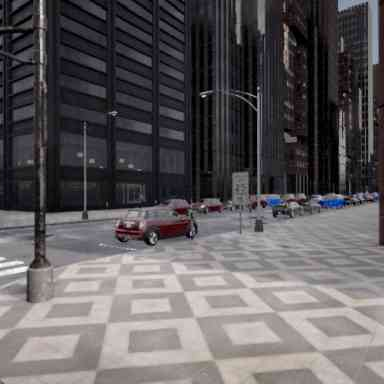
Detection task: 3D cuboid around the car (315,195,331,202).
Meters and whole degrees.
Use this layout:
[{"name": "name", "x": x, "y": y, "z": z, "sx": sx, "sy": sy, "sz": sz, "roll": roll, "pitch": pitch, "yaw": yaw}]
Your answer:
[{"name": "car", "x": 27.653, "y": 1.405, "z": 70.240, "sx": 2.008, "sy": 1.369, "sz": 4.403, "roll": 0, "pitch": 0, "yaw": 36}]

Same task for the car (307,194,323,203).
[{"name": "car", "x": 24.377, "y": 1.304, "z": 65.687, "sx": 1.967, "sy": 1.590, "sz": 4.097, "roll": 0, "pitch": 0, "yaw": 36}]

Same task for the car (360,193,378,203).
[{"name": "car", "x": 34.582, "y": 1.369, "z": 65.275, "sx": 1.887, "sy": 1.381, "sz": 4.507, "roll": 0, "pitch": 0, "yaw": 36}]

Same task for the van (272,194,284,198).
[{"name": "van", "x": 11.274, "y": 1.246, "z": 47.470, "sx": 1.690, "sy": 1.788, "sz": 3.998, "roll": 0, "pitch": 0, "yaw": 36}]

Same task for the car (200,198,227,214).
[{"name": "car", "x": 1.448, "y": 1.382, "z": 33.810, "sx": 1.967, "sy": 1.590, "sz": 4.097, "roll": 0, "pitch": 0, "yaw": 36}]

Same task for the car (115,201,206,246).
[{"name": "car", "x": -1.446, "y": 1.392, "z": 15.186, "sx": 1.967, "sy": 1.590, "sz": 4.097, "roll": 0, "pitch": 0, "yaw": 36}]

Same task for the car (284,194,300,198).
[{"name": "car", "x": 14.550, "y": 1.209, "z": 52.025, "sx": 2.192, "sy": 1.841, "sz": 5.009, "roll": 0, "pitch": 0, "yaw": 36}]

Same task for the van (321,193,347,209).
[{"name": "van", "x": 18.205, "y": 1.216, "z": 42.507, "sx": 1.690, "sy": 1.788, "sz": 3.998, "roll": 0, "pitch": 0, "yaw": 36}]

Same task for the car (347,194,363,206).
[{"name": "car", "x": 24.756, "y": 1.419, "z": 51.614, "sx": 1.947, "sy": 1.339, "sz": 4.313, "roll": 0, "pitch": 0, "yaw": 36}]

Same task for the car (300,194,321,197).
[{"name": "car", "x": 16.655, "y": 1.359, "z": 44.912, "sx": 1.882, "sy": 1.535, "sz": 5.008, "roll": 0, "pitch": 0, "yaw": 36}]

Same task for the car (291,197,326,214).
[{"name": "car", "x": 11.655, "y": 1.464, "z": 33.400, "sx": 1.947, "sy": 1.339, "sz": 4.313, "roll": 0, "pitch": 0, "yaw": 36}]

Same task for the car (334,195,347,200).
[{"name": "car", "x": 37.479, "y": 1.395, "z": 83.902, "sx": 1.947, "sy": 1.339, "sz": 4.313, "roll": 0, "pitch": 0, "yaw": 36}]

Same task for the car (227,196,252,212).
[{"name": "car", "x": 4.724, "y": 1.479, "z": 38.364, "sx": 2.008, "sy": 1.369, "sz": 4.403, "roll": 0, "pitch": 0, "yaw": 36}]

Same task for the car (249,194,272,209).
[{"name": "car", "x": 7.999, "y": 1.231, "z": 42.917, "sx": 2.192, "sy": 1.841, "sz": 5.009, "roll": 0, "pitch": 0, "yaw": 36}]

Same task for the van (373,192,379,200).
[{"name": "van", "x": 37.857, "y": 1.156, "z": 69.828, "sx": 1.690, "sy": 1.788, "sz": 3.998, "roll": 0, "pitch": 0, "yaw": 36}]

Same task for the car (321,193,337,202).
[{"name": "car", "x": 30.928, "y": 1.160, "z": 74.794, "sx": 2.192, "sy": 1.841, "sz": 5.009, "roll": 0, "pitch": 0, "yaw": 36}]

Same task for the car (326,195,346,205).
[{"name": "car", "x": 23.744, "y": 1.350, "z": 54.762, "sx": 2.128, "sy": 1.511, "sz": 4.902, "roll": 0, "pitch": 0, "yaw": 35}]

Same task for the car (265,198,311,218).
[{"name": "car", "x": 8.380, "y": 1.462, "z": 28.847, "sx": 2.008, "sy": 1.369, "sz": 4.403, "roll": 0, "pitch": 0, "yaw": 36}]

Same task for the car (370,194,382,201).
[{"name": "car", "x": 41.132, "y": 1.246, "z": 74.381, "sx": 1.967, "sy": 1.590, "sz": 4.097, "roll": 0, "pitch": 0, "yaw": 36}]

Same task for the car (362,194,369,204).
[{"name": "car", "x": 28.031, "y": 1.409, "z": 56.167, "sx": 1.947, "sy": 1.339, "sz": 4.313, "roll": 0, "pitch": 0, "yaw": 36}]
